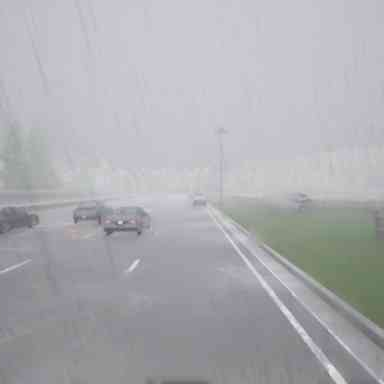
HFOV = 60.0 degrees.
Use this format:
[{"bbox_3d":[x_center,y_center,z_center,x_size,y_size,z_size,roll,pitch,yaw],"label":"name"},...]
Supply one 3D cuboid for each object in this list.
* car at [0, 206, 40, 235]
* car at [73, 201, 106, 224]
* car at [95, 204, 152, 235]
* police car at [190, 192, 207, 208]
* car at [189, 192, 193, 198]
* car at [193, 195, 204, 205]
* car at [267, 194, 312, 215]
[{"bbox_3d":[-10.404,1.484,18.306,2.033,1.411,5.357,0,0,0],"label":"car"},{"bbox_3d":[-6.905,1.410,23.709,2.128,1.511,4.902,0,0,0],"label":"car"},{"bbox_3d":[-3.405,1.485,18.297,2.033,1.411,5.357,0,0,0],"label":"car"},{"bbox_3d":[1.041,1.267,46.448,1.930,1.638,5.238,0,0,0],"label":"police car"},{"bbox_3d":[1.038,1.011,62.367,2.150,2.045,5.566,0,0,0],"label":"car"},{"bbox_3d":[1.039,1.333,56.338,1.812,1.442,4.674,0,0,0],"label":"car"},{"bbox_3d":[8.915,1.109,30.343,3.866,1.878,1.905,0,0,0],"label":"car"}]
